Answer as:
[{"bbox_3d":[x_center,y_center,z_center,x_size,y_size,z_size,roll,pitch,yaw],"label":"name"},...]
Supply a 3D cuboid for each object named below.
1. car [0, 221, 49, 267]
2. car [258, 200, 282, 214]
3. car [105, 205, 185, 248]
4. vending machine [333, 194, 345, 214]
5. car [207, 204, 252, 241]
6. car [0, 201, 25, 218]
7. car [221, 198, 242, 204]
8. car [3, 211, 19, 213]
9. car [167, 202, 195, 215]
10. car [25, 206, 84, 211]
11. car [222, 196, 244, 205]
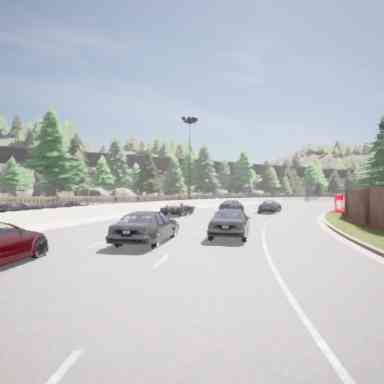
[{"bbox_3d":[-6.135,1.536,9.927,1.994,1.385,4.181,0,0,6],"label":"car"},{"bbox_3d":[8.617,1.597,36.561,1.994,1.385,4.181,0,0,24],"label":"car"},{"bbox_3d":[-1.982,1.537,14.763,2.033,1.411,5.357,0,0,10],"label":"car"},{"bbox_3d":[15.379,1.257,34.870,1.100,2.100,0.880,0,0,26],"label":"vending machine"},{"bbox_3d":[1.950,1.554,16.785,2.033,1.411,5.357,0,0,12],"label":"car"},{"bbox_3d":[-16.914,1.525,28.513,1.895,1.301,4.718,0,0,16],"label":"car"},{"bbox_3d":[4.194,1.539,35.263,1.812,1.442,4.674,0,0,23],"label":"car"},{"bbox_3d":[-13.760,1.538,26.844,1.895,1.301,4.718,0,0,16],"label":"car"},{"bbox_3d":[-1.241,1.592,31.096,1.895,1.301,4.718,0,0,19],"label":"car"},{"bbox_3d":[-10.329,1.457,25.982,1.837,1.490,4.892,0,0,16],"label":"car"},{"bbox_3d":[7.804,1.525,62.191,1.837,1.490,4.892,0,0,38],"label":"car"}]
